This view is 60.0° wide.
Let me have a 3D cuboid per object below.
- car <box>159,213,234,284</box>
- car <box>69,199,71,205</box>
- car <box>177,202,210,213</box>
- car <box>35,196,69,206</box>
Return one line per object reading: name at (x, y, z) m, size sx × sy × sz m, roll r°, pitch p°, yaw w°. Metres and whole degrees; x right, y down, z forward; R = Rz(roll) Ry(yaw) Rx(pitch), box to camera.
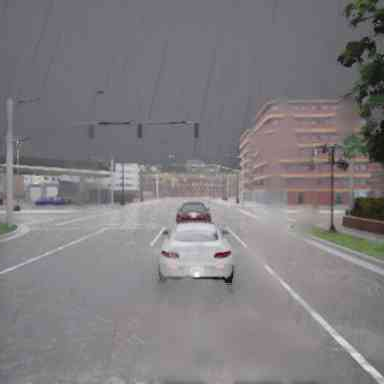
car at (0.101, 1.557, 9.575) m, size 1.812 × 1.442 × 4.674 m, roll 0°, pitch 0°, yaw 0°
car at (-24.046, 1.652, 60.402) m, size 3.806 × 1.475 × 1.970 m, roll 0°, pitch 0°, yaw 1°
car at (0.102, 1.421, 21.343) m, size 2.097 × 1.767 × 4.553 m, roll 0°, pitch 0°, yaw 0°
car at (-23.328, 1.473, 54.652) m, size 4.611 × 1.667 × 2.242 m, roll 0°, pitch 0°, yaw 1°
